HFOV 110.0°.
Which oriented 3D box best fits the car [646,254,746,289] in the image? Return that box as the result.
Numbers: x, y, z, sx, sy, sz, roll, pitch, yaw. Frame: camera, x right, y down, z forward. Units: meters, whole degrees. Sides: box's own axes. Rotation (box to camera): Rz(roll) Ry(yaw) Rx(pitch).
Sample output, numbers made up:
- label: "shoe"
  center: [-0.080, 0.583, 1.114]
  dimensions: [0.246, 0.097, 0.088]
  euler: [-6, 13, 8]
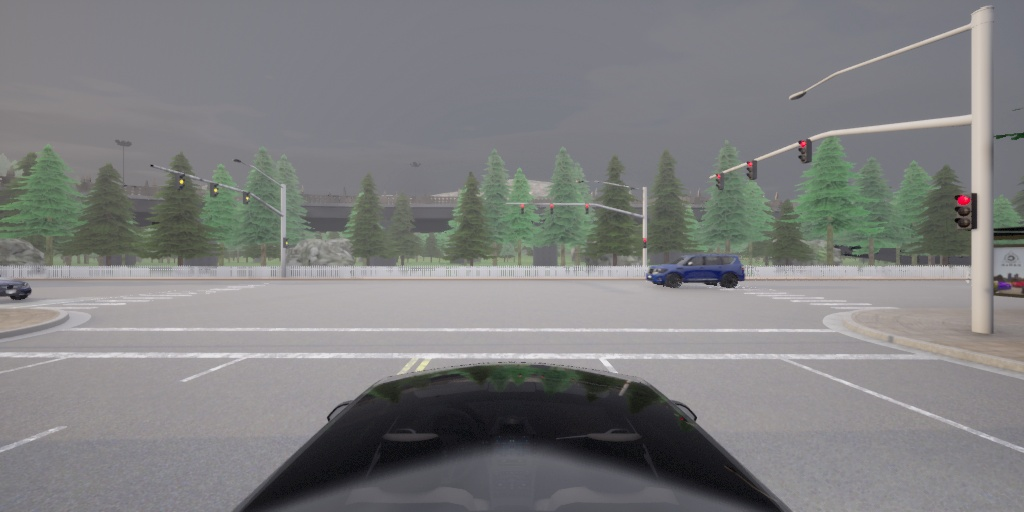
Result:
- label: "car"
  center: [11.269, 0.917, 22.106]
  dimensions: [5.566, 2.045, 2.150]
  euler: [0, 0, 0]

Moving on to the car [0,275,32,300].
- label: "car"
  center: [-23.173, 1.220, 14.920]
  dimensions: [4.674, 1.442, 1.812]
  euler: [0, 0, 0]

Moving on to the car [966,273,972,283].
- label: "car"
  center: [31.322, 1.295, 22.002]
  dimensions: [4.718, 1.301, 1.895]
  euler: [0, 0, 1]
